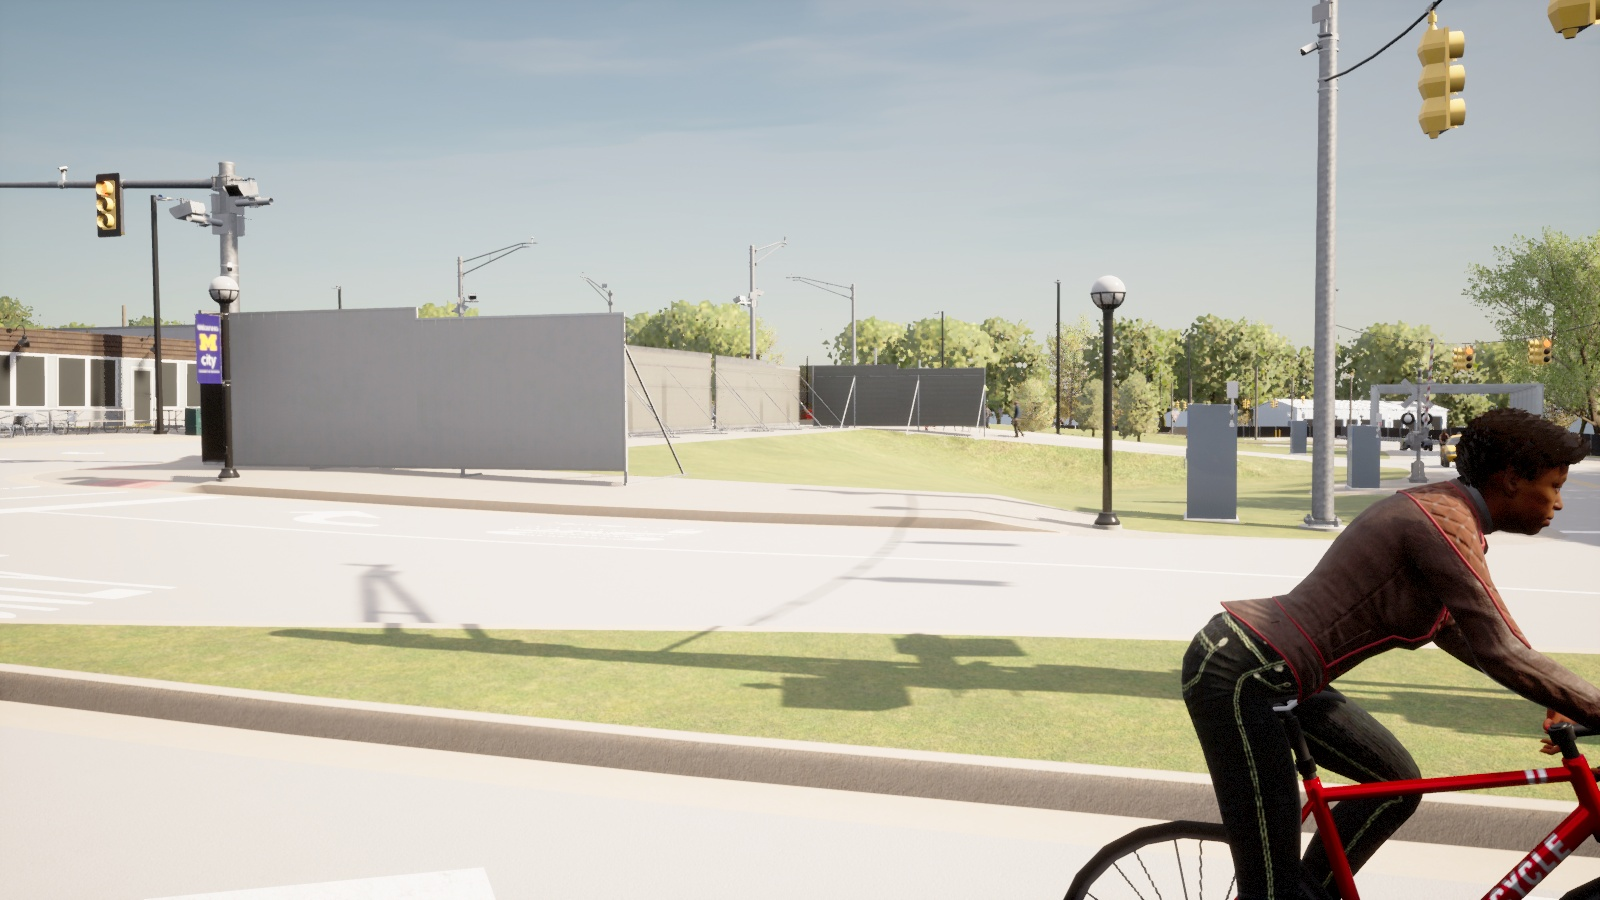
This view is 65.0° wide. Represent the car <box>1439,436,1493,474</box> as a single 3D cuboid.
[{"bbox_3d":[29.691,0.180,56.091,1.801,1.575,5.366,1,1,25],"label":"car"}]

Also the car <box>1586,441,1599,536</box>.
[{"bbox_3d":[13.284,0.640,18.312,2.128,1.511,4.902,0,1,20],"label":"car"}]

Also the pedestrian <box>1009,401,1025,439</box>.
[{"bbox_3d":[10.431,-1.439,60.281,0.726,1.842,0.402,0,3,8],"label":"pedestrian"}]

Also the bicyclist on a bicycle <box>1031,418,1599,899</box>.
[{"bbox_3d":[1.377,0.746,2.727,1.656,1.620,0.582,1,1,18],"label":"bicyclist on a bicycle"}]
